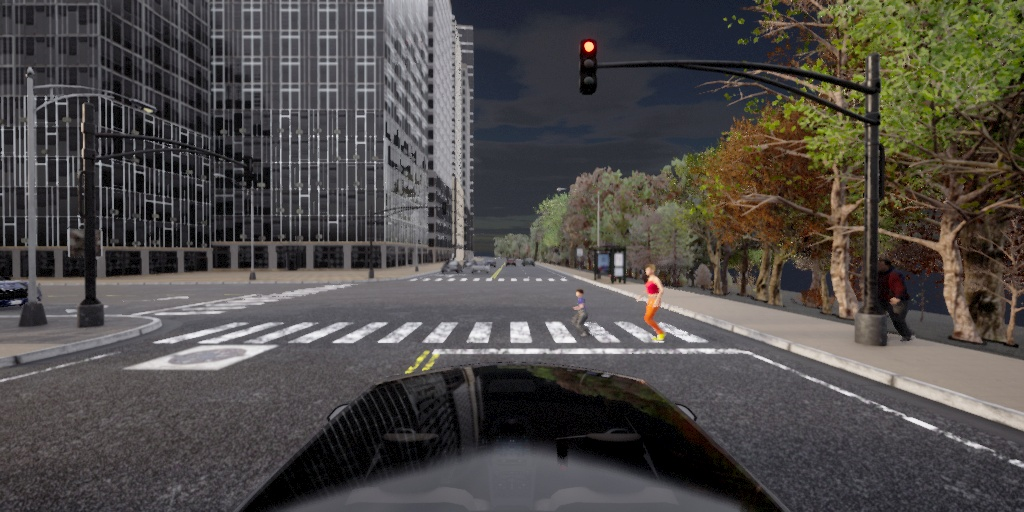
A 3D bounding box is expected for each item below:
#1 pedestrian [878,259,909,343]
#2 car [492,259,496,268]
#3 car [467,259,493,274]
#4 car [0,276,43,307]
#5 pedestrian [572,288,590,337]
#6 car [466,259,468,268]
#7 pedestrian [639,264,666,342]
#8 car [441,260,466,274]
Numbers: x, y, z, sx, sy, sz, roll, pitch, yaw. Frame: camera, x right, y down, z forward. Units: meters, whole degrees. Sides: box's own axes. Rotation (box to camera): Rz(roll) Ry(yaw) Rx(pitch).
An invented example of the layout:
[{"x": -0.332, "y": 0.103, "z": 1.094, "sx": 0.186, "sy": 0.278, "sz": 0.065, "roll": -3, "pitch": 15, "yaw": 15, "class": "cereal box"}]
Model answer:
[{"x": 7.960, "y": 0.885, "z": 7.599, "sx": 0.375, "sy": 1.860, "sz": 0.375, "roll": 0, "pitch": 0, "yaw": 0, "class": "pedestrian"}, {"x": -3.466, "y": 1.239, "z": 57.764, "sx": 2.033, "sy": 1.411, "sz": 5.357, "roll": 0, "pitch": 0, "yaw": 0, "class": "car"}, {"x": -3.442, "y": 1.312, "z": 39.512, "sx": 1.895, "sy": 1.301, "sz": 4.718, "roll": 0, "pitch": 0, "yaw": 0, "class": "car"}, {"x": -22.295, "y": 1.309, "z": 14.543, "sx": 4.553, "sy": 1.767, "sz": 2.097, "roll": -1, "pitch": 0, "yaw": 0, "class": "car"}, {"x": 1.753, "y": 1.317, "z": 8.786, "sx": 0.375, "sy": 1.300, "sz": 0.375, "roll": 0, "pitch": 0, "yaw": 0, "class": "pedestrian"}, {"x": -6.718, "y": 1.185, "z": 57.642, "sx": 2.128, "sy": 1.511, "sz": 4.902, "roll": 0, "pitch": 0, "yaw": 0, "class": "car"}, {"x": 3.261, "y": 1.037, "z": 8.323, "sx": 0.375, "sy": 1.860, "sz": 0.375, "roll": 0, "pitch": 0, "yaw": 0, "class": "pedestrian"}, {"x": -6.691, "y": 1.236, "z": 40.112, "sx": 1.812, "sy": 1.442, "sz": 4.674, "roll": 0, "pitch": 0, "yaw": 0, "class": "car"}]
